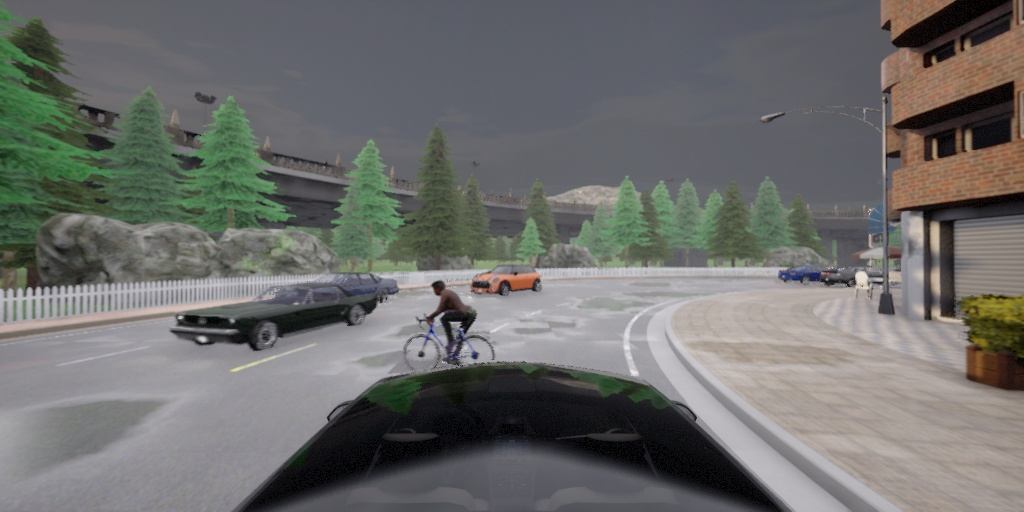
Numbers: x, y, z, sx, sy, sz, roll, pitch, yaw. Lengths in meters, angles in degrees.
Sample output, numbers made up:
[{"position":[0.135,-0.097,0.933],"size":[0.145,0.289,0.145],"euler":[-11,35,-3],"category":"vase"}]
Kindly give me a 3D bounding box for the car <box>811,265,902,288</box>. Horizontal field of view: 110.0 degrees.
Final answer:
[{"position":[25.106,1.497,25.969],"size":[4.902,1.511,2.128],"euler":[0,-1,-3],"category":"car"}]

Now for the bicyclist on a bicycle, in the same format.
[{"position":[-1.104,1.242,6.169],"size":[1.656,1.620,0.582],"euler":[-1,-1,9],"category":"bicyclist on a bicycle"}]

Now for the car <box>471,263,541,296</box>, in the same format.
[{"position":[-0.264,1.281,20.734],"size":[2.097,1.767,4.553],"euler":[0,-1,39],"category":"car"}]

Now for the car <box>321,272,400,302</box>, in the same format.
[{"position":[-7.322,1.421,15.750],"size":[2.033,1.411,5.357],"euler":[0,-1,24],"category":"car"}]

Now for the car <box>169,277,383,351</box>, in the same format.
[{"position":[-5.762,1.418,9.475],"size":[1.895,1.301,4.718],"euler":[0,-1,16],"category":"car"}]

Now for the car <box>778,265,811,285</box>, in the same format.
[{"position":[24.599,1.515,29.379],"size":[5.008,1.535,1.882],"euler":[0,-1,-4],"category":"car"}]

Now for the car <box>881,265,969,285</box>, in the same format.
[{"position":[34.097,1.543,29.707],"size":[4.902,1.511,2.128],"euler":[0,-1,-1],"category":"car"}]
